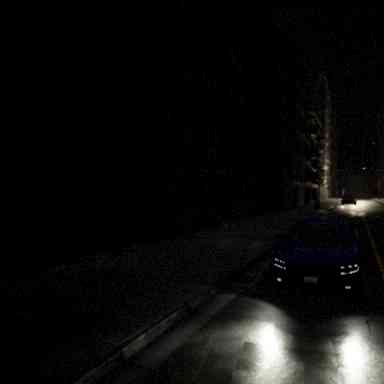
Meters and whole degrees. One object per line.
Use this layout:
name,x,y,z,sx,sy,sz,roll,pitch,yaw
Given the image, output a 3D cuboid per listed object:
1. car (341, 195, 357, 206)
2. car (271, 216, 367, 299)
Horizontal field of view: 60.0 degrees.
car,24.123,1.222,51.148,2.097,1.767,4.553,0,0,26
car,3.452,1.467,8.844,1.882,1.535,5.008,0,0,26
